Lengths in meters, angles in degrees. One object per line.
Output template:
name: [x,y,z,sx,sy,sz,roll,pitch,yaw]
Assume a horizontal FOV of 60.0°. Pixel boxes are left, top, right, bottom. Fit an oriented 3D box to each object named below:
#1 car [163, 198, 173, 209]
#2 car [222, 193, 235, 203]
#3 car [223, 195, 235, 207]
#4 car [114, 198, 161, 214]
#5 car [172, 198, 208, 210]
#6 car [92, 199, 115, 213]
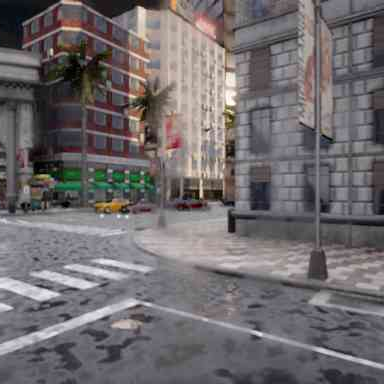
car: [-2.411,1.559,45.401,2.033,1.411,5.357,0,0,37]
car: [7.646,1.231,56.475,5.566,2.045,2.150,0,0,-40]
car: [7.434,1.611,51.573,4.718,1.301,1.895,0,0,-43]
car: [-5.651,1.574,35.083,1.994,1.385,4.181,0,0,36]
car: [0.007,1.611,42.737,1.895,1.301,4.718,0,0,37]
car: [-8.672,1.489,36.886,1.882,1.535,5.008,0,0,36]
